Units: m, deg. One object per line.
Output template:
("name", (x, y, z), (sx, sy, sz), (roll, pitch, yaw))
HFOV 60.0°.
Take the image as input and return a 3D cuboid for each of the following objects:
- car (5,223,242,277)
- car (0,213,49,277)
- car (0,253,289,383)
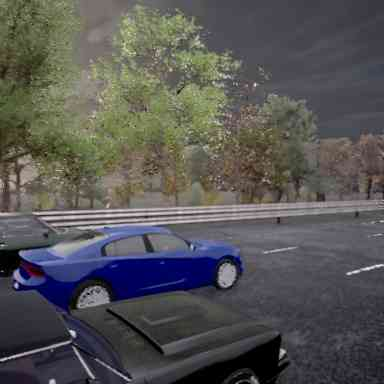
("car", (-1.065, 1.466, 7.283), (5.008, 1.535, 1.882), (0, 0, -35))
("car", (-4.644, 1.344, 9.037), (4.553, 1.767, 2.097), (0, 0, -35))
("car", (-1.349, 1.598, 2.796), (4.718, 1.301, 1.895), (0, 0, -36))
